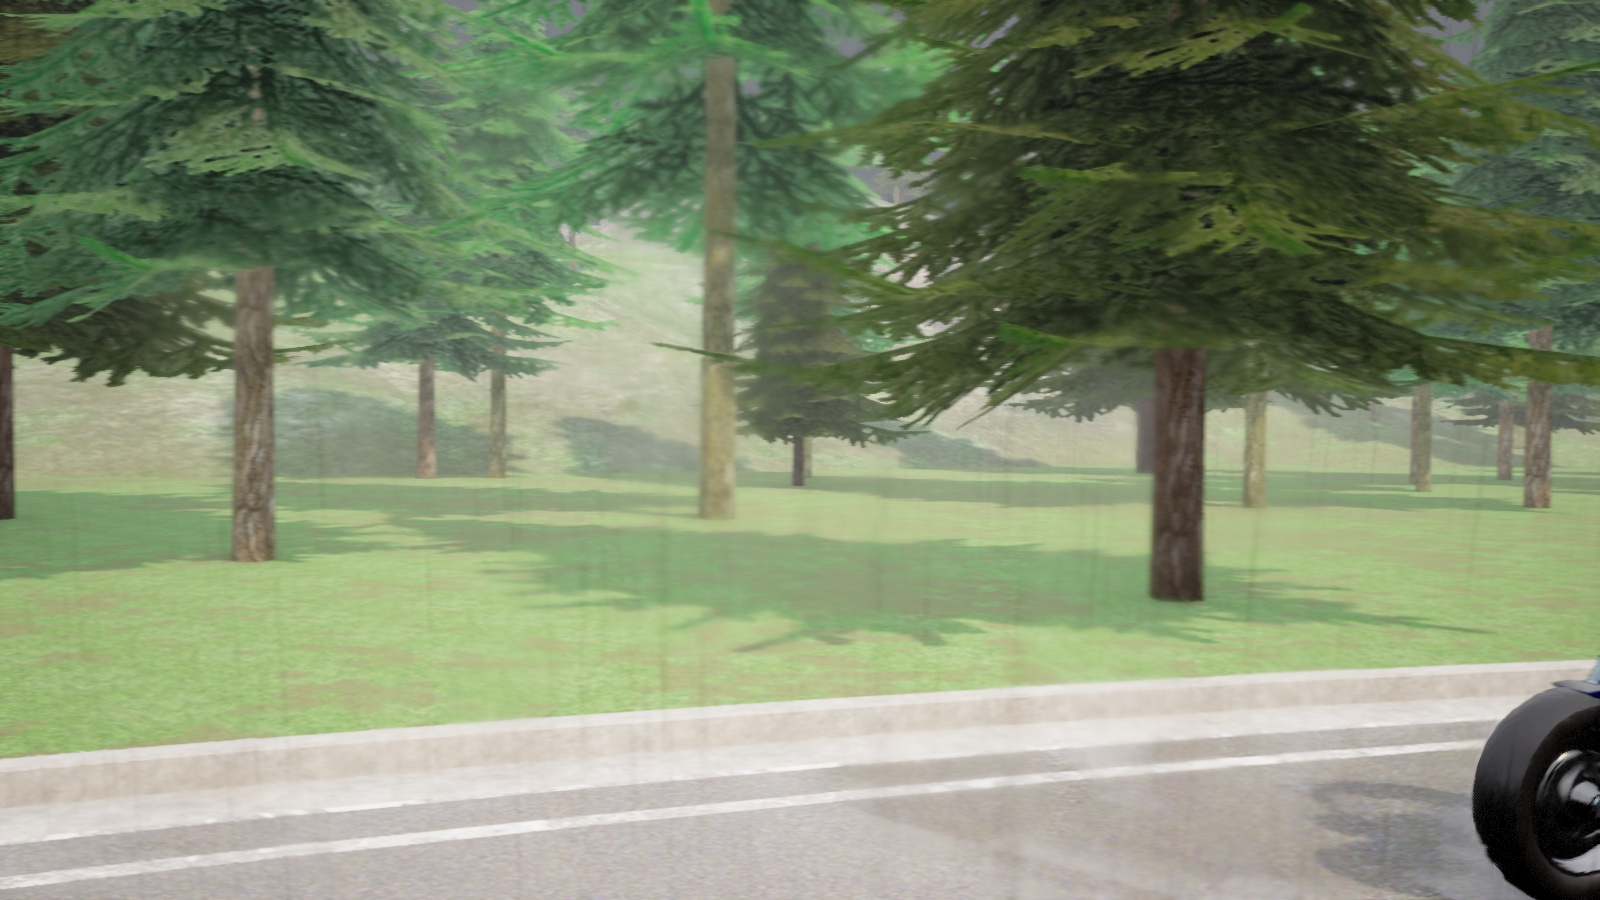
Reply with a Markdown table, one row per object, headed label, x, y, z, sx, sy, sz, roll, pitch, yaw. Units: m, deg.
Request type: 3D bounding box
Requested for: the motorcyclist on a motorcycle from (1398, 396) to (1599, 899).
| label | x | y | z | sx | sy | sz | roll | pitch | yaw |
| --- | --- | --- | --- | --- | --- | --- | --- | --- | --- |
| motorcyclist on a motorcycle | 3.354 | 0.637 | 4.389 | 2.350 | 1.649 | 0.766 | -1 | 2 | -15 |
